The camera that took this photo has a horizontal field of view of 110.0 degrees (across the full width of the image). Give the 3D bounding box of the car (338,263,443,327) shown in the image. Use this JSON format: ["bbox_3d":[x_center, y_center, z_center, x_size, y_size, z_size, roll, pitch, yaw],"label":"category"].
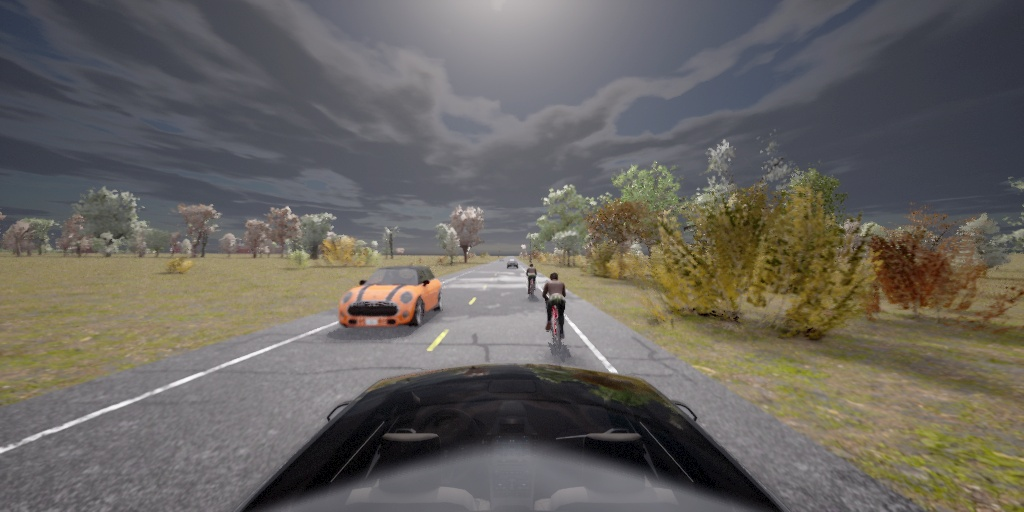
[{"bbox_3d":[-3.601,1.102,11.443,2.097,1.767,4.553,0,0,0],"label":"car"}]

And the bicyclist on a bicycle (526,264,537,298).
[{"bbox_3d":[0.963,1.203,17.489,0.582,1.620,1.656,0,0,0],"label":"bicyclist on a bicycle"}]

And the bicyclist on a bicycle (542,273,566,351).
[{"bbox_3d":[0.963,1.203,8.043,0.582,1.620,1.656,0,0,0],"label":"bicyclist on a bicycle"}]

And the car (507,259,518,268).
[{"bbox_3d":[0.100,1.351,59.770,1.895,1.301,4.718,0,0,0],"label":"car"}]
